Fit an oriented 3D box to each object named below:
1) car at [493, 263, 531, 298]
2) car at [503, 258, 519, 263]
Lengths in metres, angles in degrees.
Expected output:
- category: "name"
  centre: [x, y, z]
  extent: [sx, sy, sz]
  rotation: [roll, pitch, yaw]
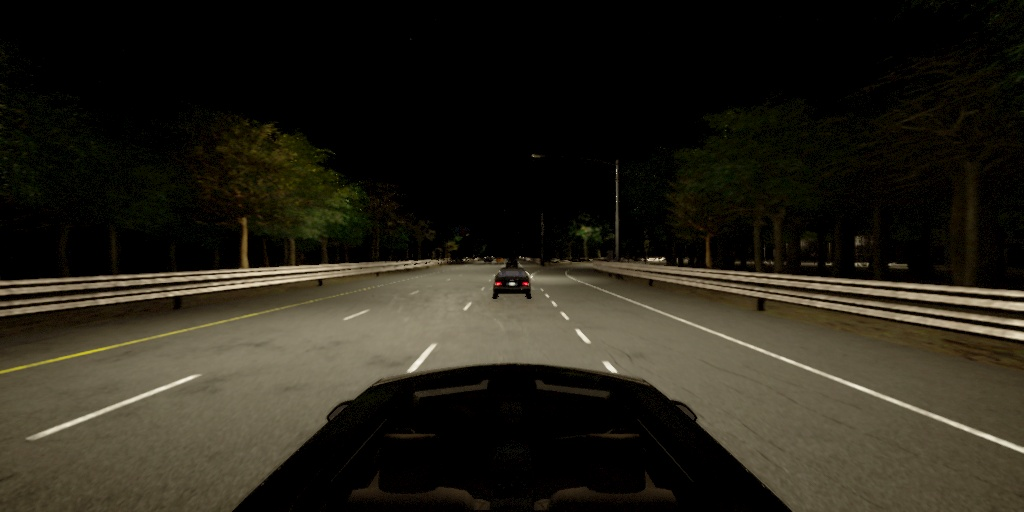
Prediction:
- category: "car"
  centre: [0.000, 1.278, 18.303]
  extent: [2.033, 1.411, 5.357]
  rotation: [0, 0, 0]
- category: "car"
  centre: [0.002, 1.193, 56.681]
  extent: [1.837, 1.490, 4.892]
  rotation: [0, 0, 0]
